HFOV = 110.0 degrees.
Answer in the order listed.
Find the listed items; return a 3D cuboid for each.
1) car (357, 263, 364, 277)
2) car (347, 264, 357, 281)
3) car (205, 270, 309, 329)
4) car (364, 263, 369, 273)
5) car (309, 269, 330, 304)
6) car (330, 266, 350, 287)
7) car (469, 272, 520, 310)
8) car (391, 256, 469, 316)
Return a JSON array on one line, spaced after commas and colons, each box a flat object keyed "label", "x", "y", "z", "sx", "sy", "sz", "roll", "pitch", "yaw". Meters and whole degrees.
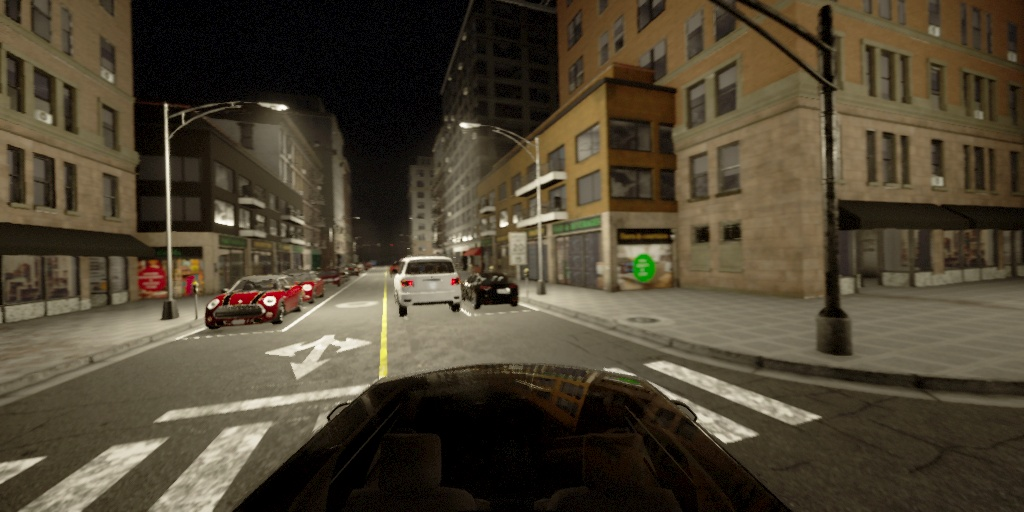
[{"label": "car", "x": -19.507, "y": 1.699, "z": 43.527, "sx": 1.967, "sy": 1.591, "sz": 4.097, "roll": 0, "pitch": 0, "yaw": -19}, {"label": "car", "x": -15.872, "y": 1.709, "z": 33.123, "sx": 2.007, "sy": 1.370, "sz": 4.403, "roll": 0, "pitch": 0, "yaw": -19}, {"label": "car", "x": -8.603, "y": 1.411, "z": 12.315, "sx": 1.967, "sy": 1.591, "sz": 4.097, "roll": 0, "pitch": 0, "yaw": -19}, {"label": "car", "x": -23.142, "y": 1.913, "z": 53.931, "sx": 2.007, "sy": 1.370, "sz": 4.403, "roll": 0, "pitch": 0, "yaw": -19}, {"label": "car", "x": -10.420, "y": 1.457, "z": 17.517, "sx": 1.967, "sy": 1.591, "sz": 4.097, "roll": 0, "pitch": 0, "yaw": -19}, {"label": "car", "x": -14.055, "y": 1.692, "z": 27.921, "sx": 1.802, "sy": 1.307, "sz": 4.207, "roll": 0, "pitch": 0, "yaw": -19}, {"label": "car", "x": -1.030, "y": 1.335, "z": 14.962, "sx": 1.948, "sy": 1.339, "sz": 4.313, "roll": 0, "pitch": 0, "yaw": -19}, {"label": "car", "x": -3.490, "y": 1.056, "z": 14.289, "sx": 2.150, "sy": 2.045, "sz": 5.566, "roll": -2, "pitch": 0, "yaw": -20}]
